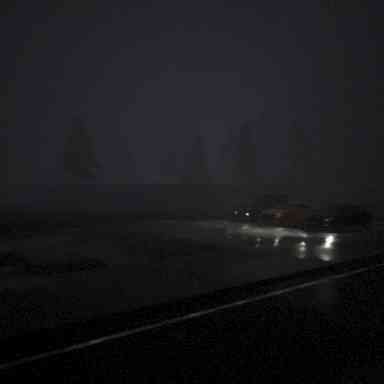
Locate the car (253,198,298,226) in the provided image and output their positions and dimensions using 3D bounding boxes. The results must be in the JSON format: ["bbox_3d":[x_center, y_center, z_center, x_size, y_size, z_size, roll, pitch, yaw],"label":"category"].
[{"bbox_3d":[6.826,1.424,22.882,5.008,1.535,1.882,0,0,-35],"label":"car"}]

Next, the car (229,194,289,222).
[{"bbox_3d":[5.519,1.159,26.239,5.566,2.045,2.150,0,0,-35],"label":"car"}]

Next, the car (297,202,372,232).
[{"bbox_3d":[8.866,1.424,20.037,5.008,1.535,1.882,0,0,-35],"label":"car"}]
